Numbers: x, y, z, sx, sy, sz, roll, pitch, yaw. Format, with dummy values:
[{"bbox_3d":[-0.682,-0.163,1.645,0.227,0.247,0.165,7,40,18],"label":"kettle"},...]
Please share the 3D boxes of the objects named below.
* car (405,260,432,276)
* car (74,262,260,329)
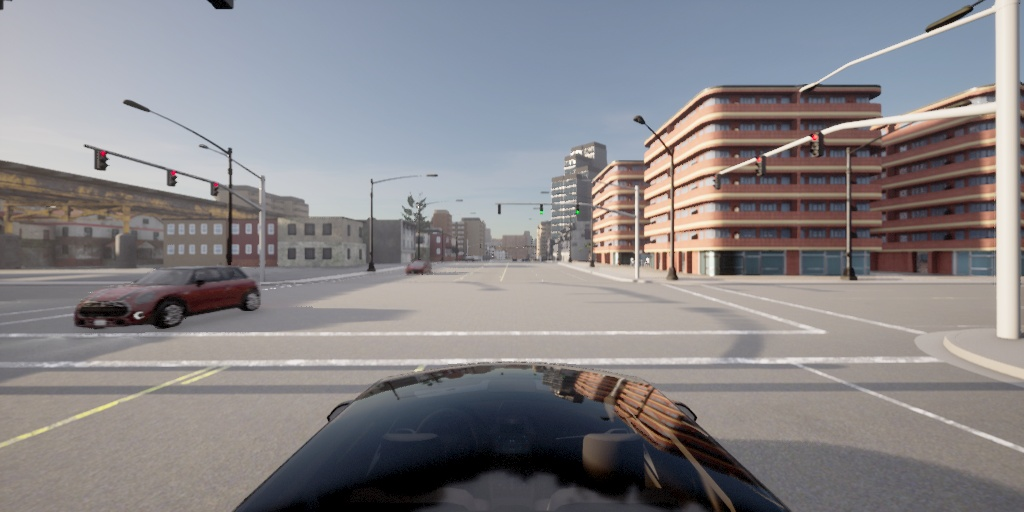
[{"bbox_3d":[-9.730,1.242,37.670,1.882,1.535,5.008,0,2,0],"label":"car"},{"bbox_3d":[-10.391,1.102,11.326,2.097,1.767,4.553,-1,0,1],"label":"car"}]
